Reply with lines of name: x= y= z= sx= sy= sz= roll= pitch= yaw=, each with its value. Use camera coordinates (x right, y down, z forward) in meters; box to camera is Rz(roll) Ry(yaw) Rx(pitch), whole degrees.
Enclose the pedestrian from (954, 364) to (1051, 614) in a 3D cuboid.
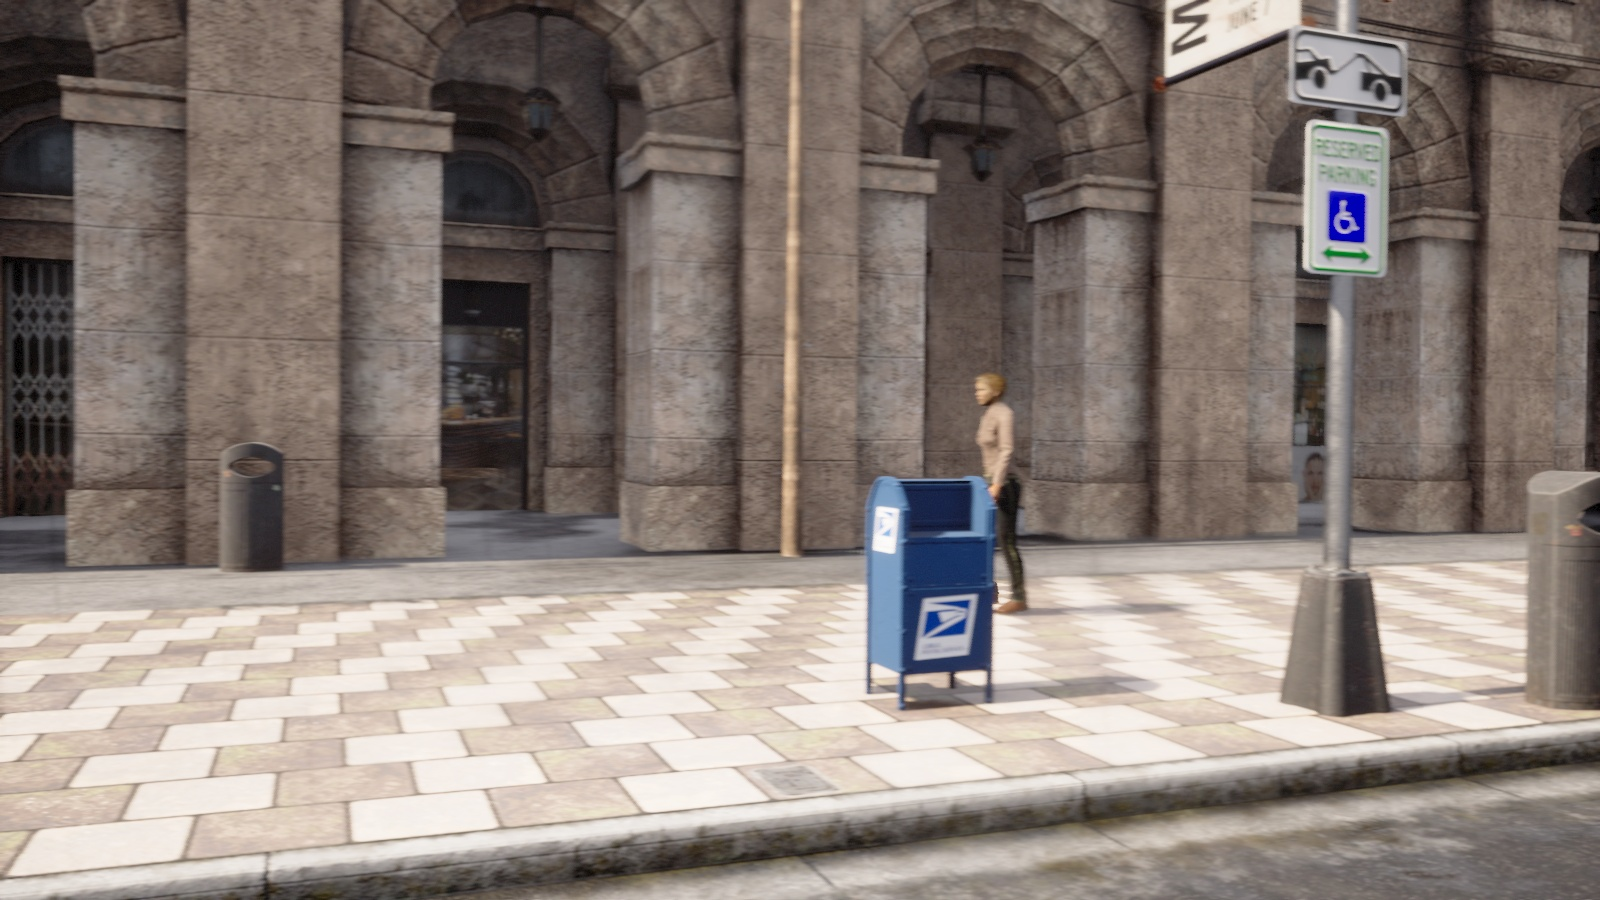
pedestrian: x=1.527 y=0.284 z=9.498 sx=0.634 sy=1.846 sz=0.331 roll=-1 pitch=1 yaw=-11
